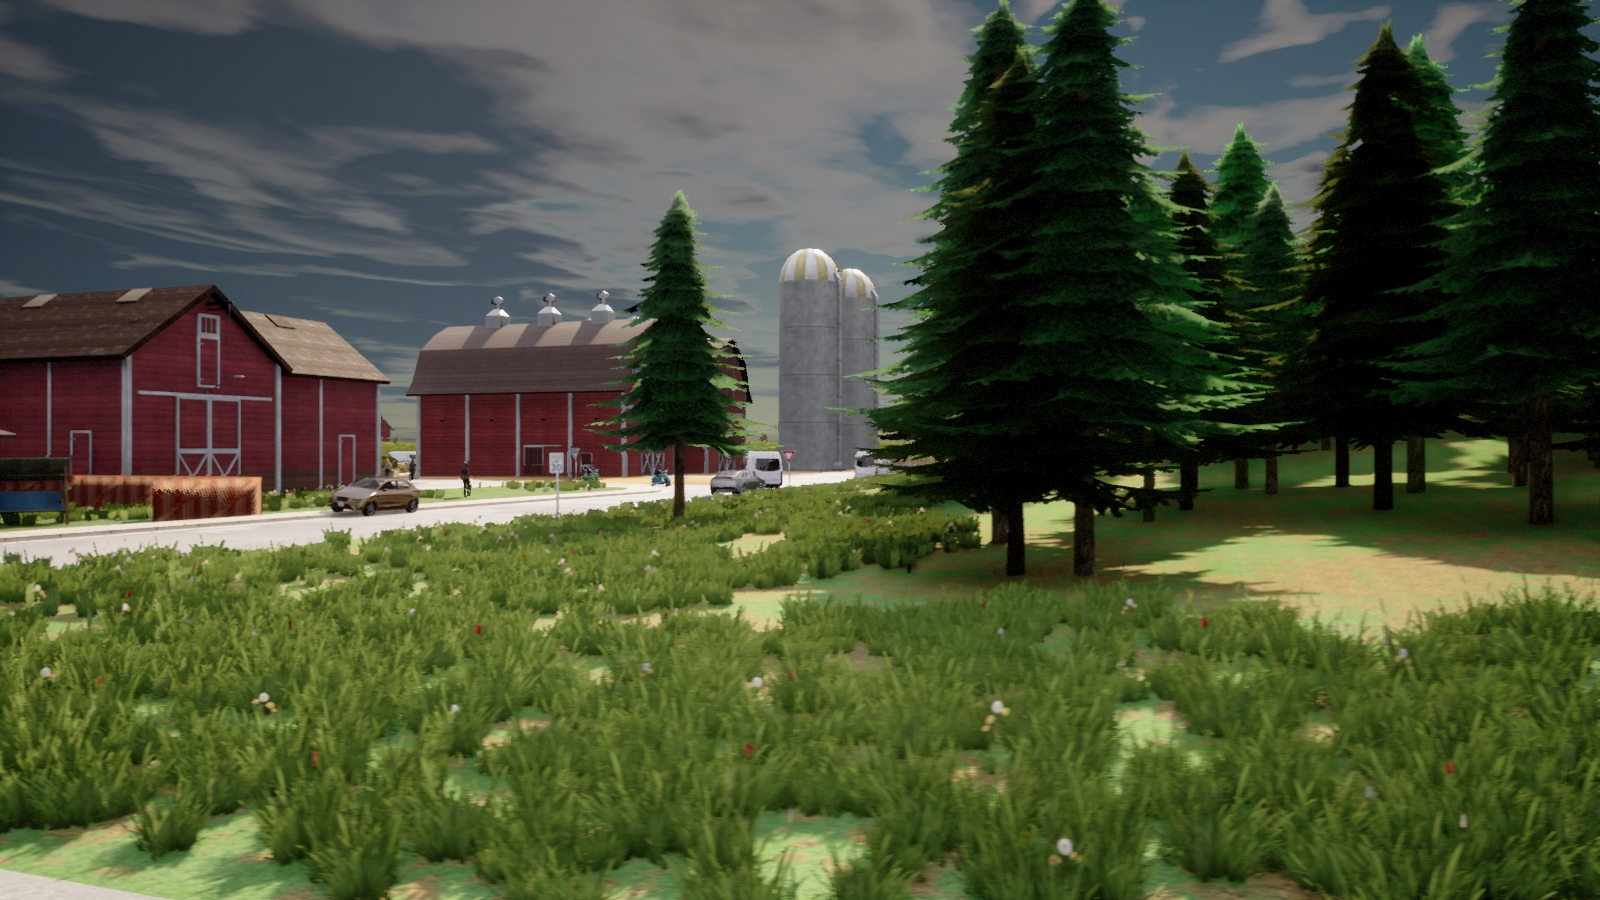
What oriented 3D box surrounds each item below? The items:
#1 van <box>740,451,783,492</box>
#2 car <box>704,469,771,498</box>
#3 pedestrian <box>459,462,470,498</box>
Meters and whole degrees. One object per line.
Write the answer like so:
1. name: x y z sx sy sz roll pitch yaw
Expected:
1. van: -2.592 1.365 75.557 1.988 2.561 5.915 1 0 -11
2. car: -3.602 1.908 66.692 2.128 1.511 4.902 0 0 20
3. pedestrian: -17.243 1.545 58.741 0.375 1.860 0.375 0 0 12
